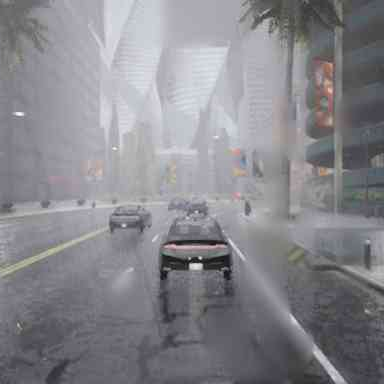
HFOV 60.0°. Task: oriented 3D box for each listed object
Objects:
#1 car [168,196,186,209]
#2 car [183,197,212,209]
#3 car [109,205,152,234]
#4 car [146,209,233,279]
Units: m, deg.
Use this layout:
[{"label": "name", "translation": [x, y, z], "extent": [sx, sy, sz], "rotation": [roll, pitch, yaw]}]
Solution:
[{"label": "car", "translation": [-1.027, 1.294, 38.352], "extent": [2.097, 1.767, 4.553], "rotation": [0, 0, 18]}, {"label": "car", "translation": [0.701, 1.456, 31.297], "extent": [1.837, 1.490, 4.892], "rotation": [-1, 0, 8]}, {"label": "car", "translation": [-3.426, 1.466, 19.163], "extent": [2.128, 1.511, 4.902], "rotation": [0, 0, 0]}, {"label": "car", "translation": [0.088, 1.476, 9.970], "extent": [2.128, 1.511, 4.902], "rotation": [0, 0, 0]}]
